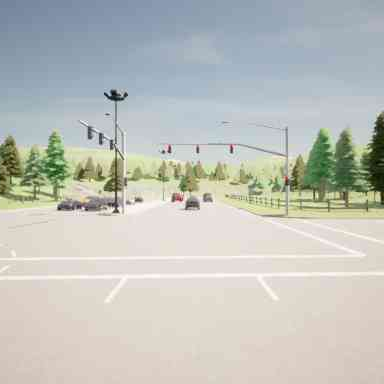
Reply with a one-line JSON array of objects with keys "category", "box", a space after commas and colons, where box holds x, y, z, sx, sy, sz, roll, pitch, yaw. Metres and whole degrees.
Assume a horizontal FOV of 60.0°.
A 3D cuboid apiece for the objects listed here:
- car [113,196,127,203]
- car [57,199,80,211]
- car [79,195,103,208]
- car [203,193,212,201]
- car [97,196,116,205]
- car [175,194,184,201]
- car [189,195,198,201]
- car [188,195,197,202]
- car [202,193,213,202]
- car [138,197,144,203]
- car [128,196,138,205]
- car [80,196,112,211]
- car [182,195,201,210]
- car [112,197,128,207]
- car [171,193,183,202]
[{"category": "car", "box": [-14.902, 1.594, 68.705, 1.895, 1.301, 4.718, 0, 0, 0]}, {"category": "car", "box": [-15.031, 1.563, 41.177, 1.994, 1.385, 4.181, 0, 0, 1]}, {"category": "car", "box": [-15.025, 1.351, 49.684, 2.097, 1.767, 4.553, 0, 0, 0]}, {"category": "car", "box": [3.875, 1.166, 84.354, 2.150, 2.045, 5.566, 0, 0, 2]}, {"category": "car", "box": [-14.991, 1.491, 58.563, 2.128, 1.511, 4.902, 0, 0, 0]}, {"category": "car", "box": [-3.123, 1.418, 84.518, 1.882, 1.535, 5.008, 0, 0, 2]}, {"category": "car", "box": [0.375, 1.466, 84.421, 2.128, 1.511, 4.902, 0, 0, 2]}, {"category": "car", "box": [0.143, 1.474, 74.151, 1.882, 1.535, 5.008, 0, 0, 1]}, {"category": "car", "box": [3.639, 1.535, 73.730, 2.033, 1.411, 5.357, 0, 0, 1]}, {"category": "car", "box": [-11.400, 1.594, 69.856, 1.895, 1.301, 4.718, 0, 0, 0]}, {"category": "car", "box": [-11.495, 1.600, 59.664, 1.895, 1.301, 4.718, 0, 0, 1]}, {"category": "car", "box": [-11.543, 1.504, 40.341, 1.837, 1.490, 4.892, 0, 0, 0]}, {"category": "car", "box": [0.060, 1.503, 43.132, 1.837, 1.490, 4.892, 0, 0, 0]}, {"category": "car", "box": [-11.529, 1.547, 50.079, 2.033, 1.411, 5.357, 0, 0, 0]}, {"category": "car", "box": [-3.361, 1.220, 73.773, 2.150, 2.045, 5.566, 0, 0, 1]}]
